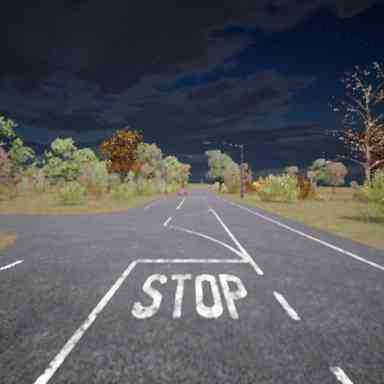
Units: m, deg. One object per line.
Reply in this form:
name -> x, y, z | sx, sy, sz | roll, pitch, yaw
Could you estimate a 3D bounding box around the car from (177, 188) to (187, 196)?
car -> -2.583, -0.123, 86.785 | 2.150, 2.045, 5.566 | 0, 1, 5
